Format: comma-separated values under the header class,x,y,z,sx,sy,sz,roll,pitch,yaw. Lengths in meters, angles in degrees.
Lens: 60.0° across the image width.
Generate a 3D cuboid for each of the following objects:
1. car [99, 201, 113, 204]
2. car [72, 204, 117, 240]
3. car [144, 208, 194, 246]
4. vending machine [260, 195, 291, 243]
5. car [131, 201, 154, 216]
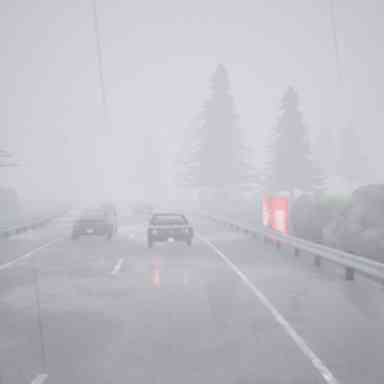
class,x,y,z,sx,sy,sz,roll,pitch,yaw
car,-8.696,1.617,33.667,1.812,1.442,4.674,0,0,-16
car,-4.940,1.574,17.213,1.812,1.442,4.674,0,0,-9
car,-1.146,1.635,15.588,1.895,1.301,4.718,0,0,-8
vending machine,3.804,1.214,15.218,1.100,2.100,0.880,0,0,-7
car,-4.981,1.606,33.424,1.812,1.442,4.674,0,0,-16
